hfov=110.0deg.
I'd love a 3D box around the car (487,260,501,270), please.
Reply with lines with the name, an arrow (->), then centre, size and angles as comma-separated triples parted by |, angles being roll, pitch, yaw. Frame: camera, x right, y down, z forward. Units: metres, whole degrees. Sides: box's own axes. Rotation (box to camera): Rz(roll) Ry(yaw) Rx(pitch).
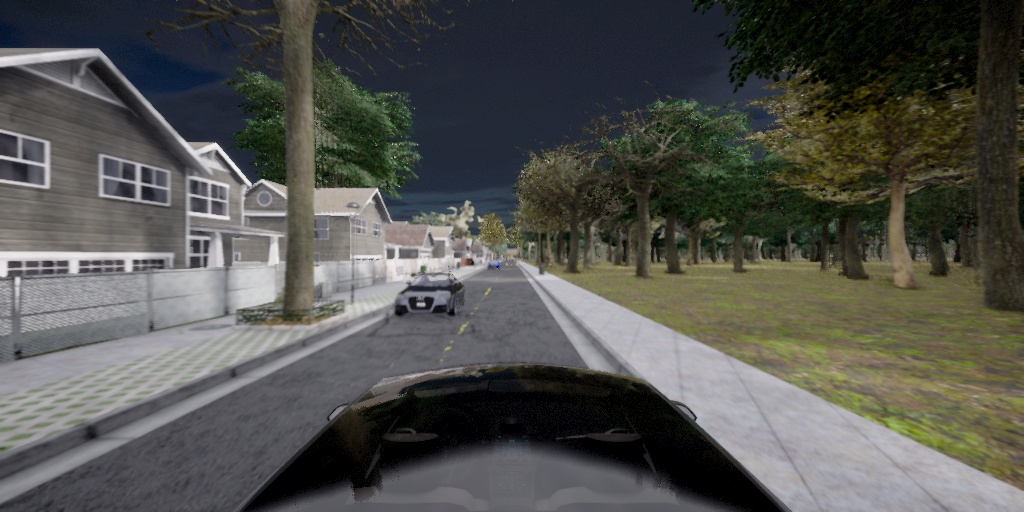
car -> -2.800, 1.314, 55.997 | 1.882, 1.535, 5.008 | 0, 0, 0

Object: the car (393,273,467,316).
car -> -2.850, 1.328, 13.214 | 1.994, 1.385, 4.181 | 0, 0, 0
